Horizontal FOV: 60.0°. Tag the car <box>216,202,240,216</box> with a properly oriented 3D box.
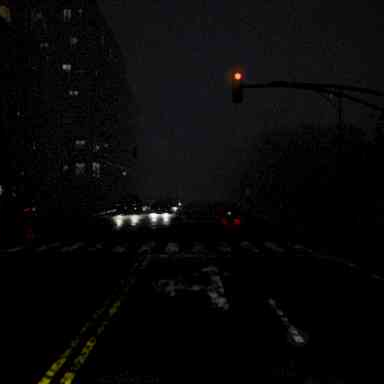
[{"bbox_3d":[3.378,1.600,32.194,1.895,1.301,4.718,0,0,0],"label":"car"}]

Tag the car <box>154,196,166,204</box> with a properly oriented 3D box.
[{"bbox_3d":[-6.447,1.580,67.667,1.994,1.385,4.181,0,0,0],"label":"car"}]

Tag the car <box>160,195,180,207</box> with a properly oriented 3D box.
[{"bbox_3d":[-3.298,1.483,50.255,1.882,1.535,5.008,0,0,0],"label":"car"}]

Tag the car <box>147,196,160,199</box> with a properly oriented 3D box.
[{"bbox_3d":[-6.541,1.533,52.612,1.812,1.442,4.674,0,0,0],"label":"car"}]

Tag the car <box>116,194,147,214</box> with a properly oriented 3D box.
[{"bbox_3d":[-6.567,1.221,35.627,2.150,2.045,5.566,0,0,0],"label":"car"}]

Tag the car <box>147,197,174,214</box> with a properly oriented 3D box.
[{"bbox_3d":[-3.317,1.564,35.758,1.994,1.385,4.181,0,0,0],"label":"car"}]

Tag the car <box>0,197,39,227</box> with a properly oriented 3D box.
[{"bbox_3d":[-13.985,1.375,23.849,5.566,2.045,2.150,-1,0,1],"label":"car"}]
